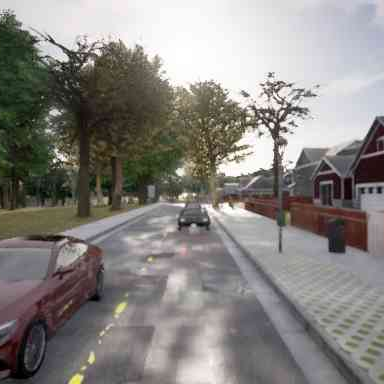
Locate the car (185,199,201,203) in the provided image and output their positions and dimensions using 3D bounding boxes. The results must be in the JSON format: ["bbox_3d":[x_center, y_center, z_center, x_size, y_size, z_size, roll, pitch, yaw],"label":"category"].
[{"bbox_3d":[0.117,1.562,40.413,1.994,1.385,4.181,0,0,0],"label":"car"}]

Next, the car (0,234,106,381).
[{"bbox_3d":[-2.791,1.515,5.624,1.812,1.442,4.674,0,0,1],"label":"car"}]

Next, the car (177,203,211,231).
[{"bbox_3d":[0.109,1.569,20.474,1.895,1.301,4.718,0,0,0],"label":"car"}]
